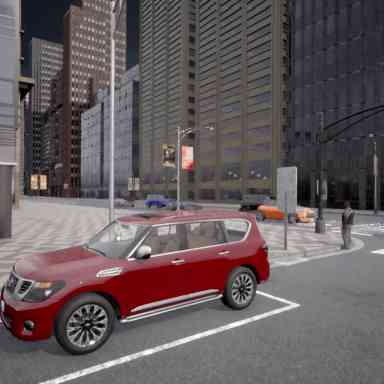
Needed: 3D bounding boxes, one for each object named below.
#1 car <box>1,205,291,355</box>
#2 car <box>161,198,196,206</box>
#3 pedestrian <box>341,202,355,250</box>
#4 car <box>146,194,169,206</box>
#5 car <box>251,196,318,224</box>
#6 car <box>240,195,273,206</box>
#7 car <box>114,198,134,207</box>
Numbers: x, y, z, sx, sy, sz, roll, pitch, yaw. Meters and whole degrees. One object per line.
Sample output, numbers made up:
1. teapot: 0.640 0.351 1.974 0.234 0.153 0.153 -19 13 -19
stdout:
1. car: -0.683 1.316 6.282 5.009 1.841 2.192 0 0 -36
2. car: -0.800 1.619 35.741 2.033 1.411 5.357 1 0 -35
3. pedestrian: 6.029 1.298 12.929 0.375 1.860 0.375 1 0 -36
4. car: -4.451 1.360 46.396 2.150 2.045 5.566 1 0 -36
5. car: 7.037 1.371 24.857 2.097 1.767 4.553 1 0 -36
6. car: 6.861 1.284 30.680 2.150 2.045 5.566 1 0 -36
7. car: -10.103 1.661 48.725 1.812 1.442 4.674 1 -1 -35
